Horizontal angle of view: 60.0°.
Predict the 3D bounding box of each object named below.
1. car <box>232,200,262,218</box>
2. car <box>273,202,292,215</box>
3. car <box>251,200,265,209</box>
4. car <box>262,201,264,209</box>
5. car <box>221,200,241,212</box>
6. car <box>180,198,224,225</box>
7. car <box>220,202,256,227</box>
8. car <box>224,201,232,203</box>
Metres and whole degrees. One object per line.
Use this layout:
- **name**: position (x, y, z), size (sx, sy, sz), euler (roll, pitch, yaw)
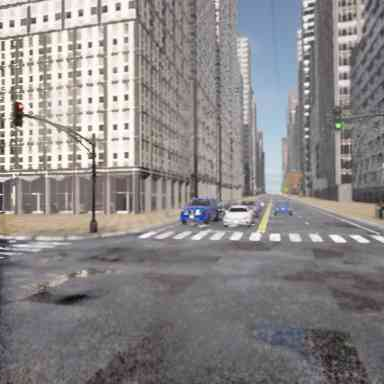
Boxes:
- **car**: position (5.605, 1.609, 33.310), size (2.097, 1.767, 4.553), euler (-1, 0, 14)
- **car**: position (9.949, 1.781, 36.536), size (2.033, 1.411, 5.357), euler (-1, 0, 14)
- **car**: position (10.578, 1.950, 53.373), size (1.895, 1.301, 4.718), euler (-1, 0, 14)
- **car**: position (8.047, 1.852, 43.193), size (2.033, 1.411, 5.357), euler (-1, 0, 14)
- **car**: position (5.571, 1.906, 46.755), size (2.033, 1.411, 5.357), euler (-1, 0, 14)
- **car**: position (0.751, 1.485, 27.114), size (2.150, 2.045, 5.566), euler (-1, 0, 16)
- **car**: position (3.492, 1.740, 24.648), size (1.812, 1.442, 4.674), euler (-1, 0, 13)
- **car**: position (3.145, 1.803, 36.875), size (2.128, 1.511, 4.902), euler (-1, 0, 14)
